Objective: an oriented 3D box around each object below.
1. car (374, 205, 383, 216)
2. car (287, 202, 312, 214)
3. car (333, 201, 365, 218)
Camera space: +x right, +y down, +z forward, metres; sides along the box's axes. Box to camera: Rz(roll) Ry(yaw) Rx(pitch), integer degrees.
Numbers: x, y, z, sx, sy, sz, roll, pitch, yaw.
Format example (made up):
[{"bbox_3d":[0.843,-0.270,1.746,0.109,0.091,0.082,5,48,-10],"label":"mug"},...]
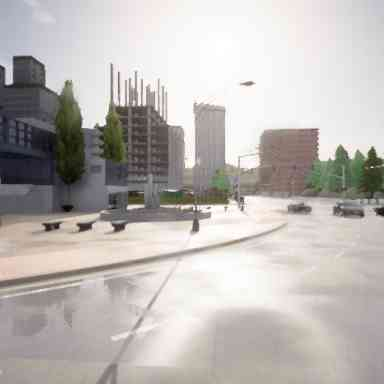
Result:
[{"bbox_3d":[18.242,1.666,30.089,1.895,1.301,4.718,-1,0,9],"label":"car"},{"bbox_3d":[11.915,1.744,36.998,1.895,1.301,4.718,0,0,6],"label":"car"},{"bbox_3d":[14.767,1.600,31.540,1.837,1.490,4.892,0,0,9],"label":"car"}]
